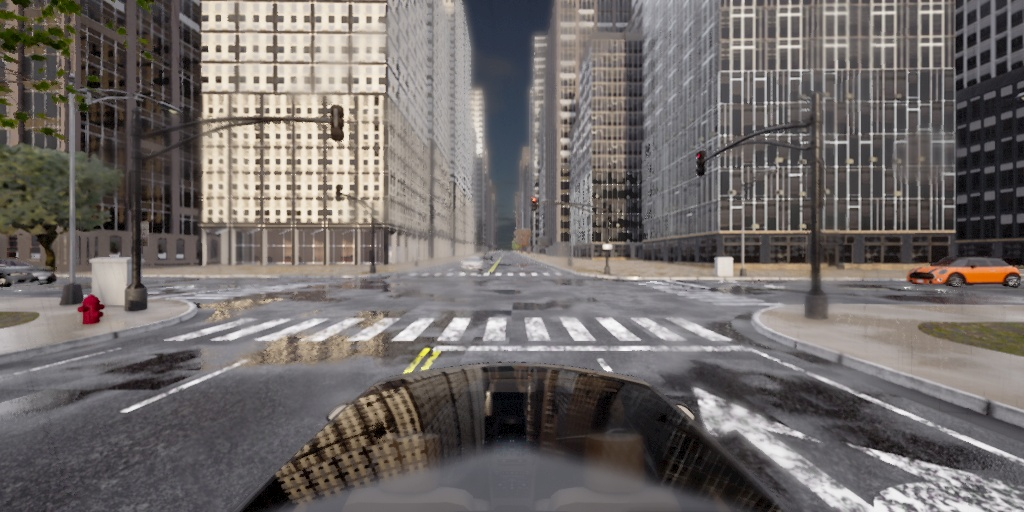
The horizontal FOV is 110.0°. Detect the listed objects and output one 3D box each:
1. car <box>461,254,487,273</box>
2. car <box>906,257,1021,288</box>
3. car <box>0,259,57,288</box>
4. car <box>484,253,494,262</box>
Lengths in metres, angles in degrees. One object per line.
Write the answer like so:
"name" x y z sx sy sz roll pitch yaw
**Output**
"car" -3.674 0.782 34.049 1.812 1.442 4.674 0 1 -1
"car" 25.833 0.878 20.661 4.553 1.767 2.097 0 0 2
"car" -27.667 0.911 19.354 4.902 1.511 2.128 0 0 2
"car" -4.106 0.171 61.600 1.837 1.490 4.892 0 1 -1
